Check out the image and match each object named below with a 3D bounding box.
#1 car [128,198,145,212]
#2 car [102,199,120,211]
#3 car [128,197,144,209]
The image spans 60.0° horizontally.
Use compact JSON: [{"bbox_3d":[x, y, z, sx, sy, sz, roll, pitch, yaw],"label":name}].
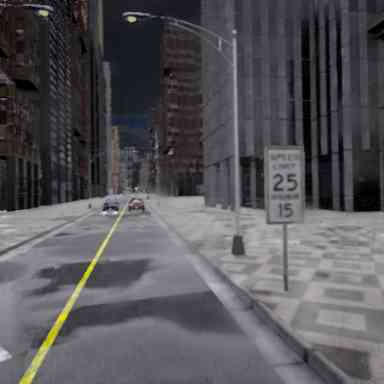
[{"bbox_3d":[-6.471,1.519,38.922,1.812,1.442,4.674,-1,0,-9],"label":"car"},{"bbox_3d":[-9.927,1.584,41.106,2.033,1.411,5.357,-1,0,-10],"label":"car"},{"bbox_3d":[-7.972,1.543,47.410,2.033,1.411,5.357,-1,0,-10],"label":"car"}]
